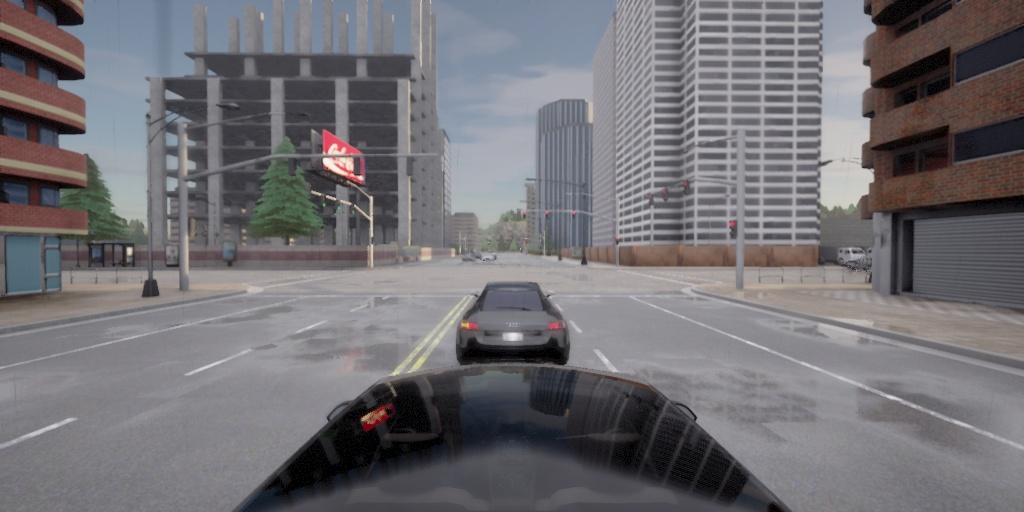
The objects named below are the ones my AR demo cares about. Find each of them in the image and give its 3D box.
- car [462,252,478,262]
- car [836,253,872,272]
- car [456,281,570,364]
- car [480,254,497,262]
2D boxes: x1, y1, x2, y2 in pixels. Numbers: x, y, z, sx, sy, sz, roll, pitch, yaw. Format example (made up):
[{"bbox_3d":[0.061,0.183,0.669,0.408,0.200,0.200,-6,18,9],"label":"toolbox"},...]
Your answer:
[{"bbox_3d":[-7.614,0.410,62.478,1.895,1.301,4.718,0,1,0],"label":"car"},{"bbox_3d":[34.704,0.742,34.311,4.902,1.511,2.128,0,1,-1],"label":"car"},{"bbox_3d":[0.011,1.221,7.704,1.994,1.385,4.181,0,1,0],"label":"car"},{"bbox_3d":[-4.117,0.332,62.691,1.812,1.442,4.674,0,1,0],"label":"car"}]
